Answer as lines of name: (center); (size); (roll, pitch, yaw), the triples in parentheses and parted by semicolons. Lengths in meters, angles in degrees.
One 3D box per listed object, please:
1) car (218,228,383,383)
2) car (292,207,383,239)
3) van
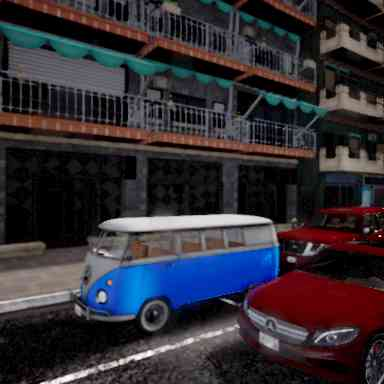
car: (2.837, 1.565, 5.363); (4.674, 1.442, 1.812); (1, 0, -35)
car: (4.548, 1.387, 9.735); (5.009, 1.841, 2.192); (1, 0, -35)
van: (-0.081, 1.366, 6.479); (3.998, 1.788, 1.690); (1, 0, -35)
